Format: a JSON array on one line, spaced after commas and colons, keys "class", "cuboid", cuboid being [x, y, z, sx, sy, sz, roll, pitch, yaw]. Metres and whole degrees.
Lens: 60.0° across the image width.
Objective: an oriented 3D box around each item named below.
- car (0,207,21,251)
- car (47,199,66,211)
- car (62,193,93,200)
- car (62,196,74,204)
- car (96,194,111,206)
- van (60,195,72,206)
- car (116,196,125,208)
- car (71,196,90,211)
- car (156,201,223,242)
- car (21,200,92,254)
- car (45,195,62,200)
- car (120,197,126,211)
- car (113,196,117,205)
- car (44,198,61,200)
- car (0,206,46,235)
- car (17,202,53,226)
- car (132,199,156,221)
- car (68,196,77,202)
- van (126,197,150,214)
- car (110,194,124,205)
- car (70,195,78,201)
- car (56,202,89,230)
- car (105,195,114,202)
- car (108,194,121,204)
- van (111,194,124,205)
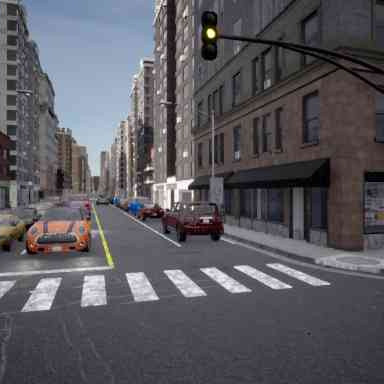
[{"class": "car", "cuboid": [-8.196, 1.544, 13.968, 1.752, 1.417, 4.829, 0, 0, -17]}, {"class": "car", "cuboid": [-16.646, 1.600, 41.128, 1.802, 1.307, 4.206, 0, 0, -17]}, {"class": "car", "cuboid": [-10.818, 1.244, 31.819, 2.150, 2.045, 5.566, 0, 0, -16]}, {"class": "car", "cuboid": [-23.366, 1.554, 62.727, 1.887, 1.381, 4.507, 0, 0, -17]}, {"class": "car", "cuboid": [-15.439, 1.582, 57.296, 1.994, 1.385, 4.181, 0, 0, -17]}, {"class": "van", "cuboid": [-21.685, 1.353, 57.328, 1.690, 1.788, 3.998, 0, 0, -17]}, {"class": "car", "cuboid": [-8.550, 1.551, 43.805, 1.752, 1.417, 4.829, 0, 0, -17]}, {"class": "car", "cuboid": [-13.698, 1.373, 41.227, 2.097, 1.767, 4.553, 0, 0, -17]}, {"class": "car", "cuboid": [-0.096, 1.342, 16.637, 2.192, 1.841, 5.009, 0, 0, -17]}, {"class": "car", "cuboid": [-5.253, 1.373, 13.628, 2.097, 1.767, 4.553, 0, 0, -16]}, {"class": "car", "cuboid": [-14.966, 1.334, 35.729, 2.192, 1.841, 5.009, 0, 0, -17]}, {"class": "car", "cuboid": [-6.819, 1.608, 38.241, 1.802, 1.307, 4.206, 0, 0, -17]}, {"class": "car", "cuboid": [-10.180, 1.606, 49.045, 1.802, 1.307, 4.206, 0, 0, -17]}, {"class": "car", "cuboid": [-13.235, 1.545, 30.167, 1.752, 1.417, 4.829, 0, 0, -17]}, {"class": "car", "cuboid": [-9.926, 1.586, 19.530, 1.947, 1.339, 4.313, 0, 0, -17]}, {"class": "car", "cuboid": [-11.555, 1.545, 24.767, 1.752, 1.417, 4.829, 0, 0, -17]}, {"class": "car", "cuboid": [-3.458, 1.572, 27.439, 1.887, 1.381, 4.507, 0, 0, -17]}, {"class": "car", "cuboid": [-28.406, 1.612, 78.921, 1.802, 1.307, 4.206, 0, 0, -17]}, {"class": "van", "cuboid": [-5.138, 1.368, 32.841, 1.690, 1.788, 3.998, 0, 0, -17]}, {"class": "car", "cuboid": [-13.540, 1.334, 59.847, 2.192, 1.841, 5.009, 0, 0, -17]}, {"class": "car", "cuboid": [-31.767, 1.496, 89.721, 1.967, 1.590, 4.097, 0, 0, -17]}, {"class": "car", "cuboid": [-7.919, 1.527, 22.398, 1.837, 1.490, 4.892, 0, 0, -17]}, {"class": "car", "cuboid": [-20.264, 1.478, 81.447, 1.967, 1.590, 4.097, 0, 0, -17]}, {"class": "car", "cuboid": [-15.221, 1.332, 65.248, 2.192, 1.841, 5.009, 0, 0, -17]}, {"class": "van", "cuboid": [-11.860, 1.363, 54.445, 1.690, 1.788, 3.998, 0, 0, -17]}]
